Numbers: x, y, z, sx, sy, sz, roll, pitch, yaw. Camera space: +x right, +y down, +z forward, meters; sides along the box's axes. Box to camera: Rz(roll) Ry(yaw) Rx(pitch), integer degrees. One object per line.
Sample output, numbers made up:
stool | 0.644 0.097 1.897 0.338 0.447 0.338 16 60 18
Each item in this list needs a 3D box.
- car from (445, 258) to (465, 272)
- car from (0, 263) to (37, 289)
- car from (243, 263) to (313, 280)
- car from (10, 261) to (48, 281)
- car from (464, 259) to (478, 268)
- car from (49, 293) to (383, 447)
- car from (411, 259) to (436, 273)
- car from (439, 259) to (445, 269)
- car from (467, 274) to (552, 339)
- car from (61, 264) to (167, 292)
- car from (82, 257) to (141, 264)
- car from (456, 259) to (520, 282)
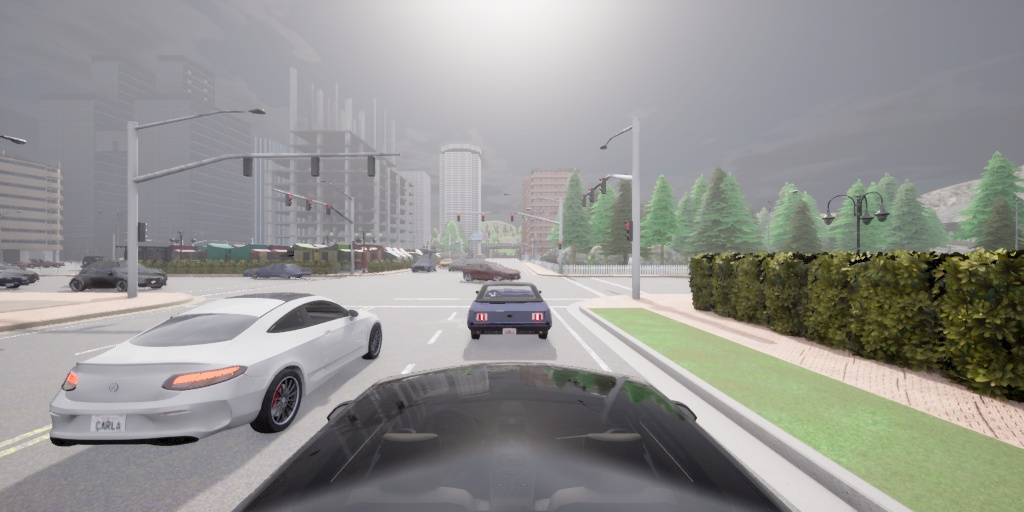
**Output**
car | -7.087 1.254 46.927 1.837 1.490 4.892 0 0 0
car | -31.964 1.297 21.028 5.357 1.411 2.033 0 0 1
car | -20.018 1.297 30.779 5.357 1.411 2.033 0 0 7
car | -35.615 1.256 24.630 4.892 1.490 1.837 0 0 2
car | -7.041 1.255 62.012 1.837 1.490 4.892 0 0 0
car | -3.506 1.276 5.389 1.812 1.442 4.674 0 0 -1
car | -10.599 1.102 43.231 2.097 1.767 4.553 0 0 0
car | -10.556 1.228 58.263 1.882 1.535 5.008 0 1 0
car | -0.092 1.351 9.997 1.895 1.301 4.718 0 0 -1
car | -22.720 1.314 20.782 4.181 1.385 1.994 0 0 1
car | -26.340 1.102 24.381 4.553 1.767 2.097 0 0 2
car | -1.588 1.228 26.652 5.008 1.535 1.882 0 1 42
